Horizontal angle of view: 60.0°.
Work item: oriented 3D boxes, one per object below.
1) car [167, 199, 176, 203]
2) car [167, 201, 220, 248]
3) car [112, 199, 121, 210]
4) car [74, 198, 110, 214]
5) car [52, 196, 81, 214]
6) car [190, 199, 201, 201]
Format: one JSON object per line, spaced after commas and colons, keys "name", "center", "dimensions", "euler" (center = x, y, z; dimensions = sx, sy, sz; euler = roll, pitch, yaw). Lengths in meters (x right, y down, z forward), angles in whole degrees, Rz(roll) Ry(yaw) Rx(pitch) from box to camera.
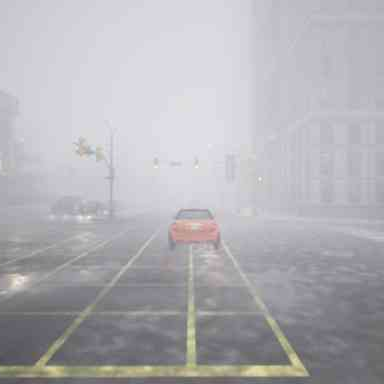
{"name": "car", "center": [-3.923, 1.986, 65.071], "dimensions": [2.033, 1.411, 5.357], "euler": [0, 0, -8]}
{"name": "car", "center": [0.096, 1.456, 15.413], "dimensions": [2.097, 1.767, 4.553], "euler": [0, 0, 0]}
{"name": "car", "center": [-11.531, 1.817, 48.207], "dimensions": [2.128, 1.511, 4.902], "euler": [0, 0, 0]}
{"name": "car", "center": [-11.534, 1.753, 38.777], "dimensions": [2.128, 1.511, 4.902], "euler": [0, 0, 0]}
{"name": "car", "center": [-15.013, 1.495, 40.443], "dimensions": [2.150, 2.045, 5.566], "euler": [0, 0, 0]}
{"name": "car", "center": [0.647, 2.002, 65.101], "dimensions": [1.994, 1.385, 4.181], "euler": [0, 0, 20]}
